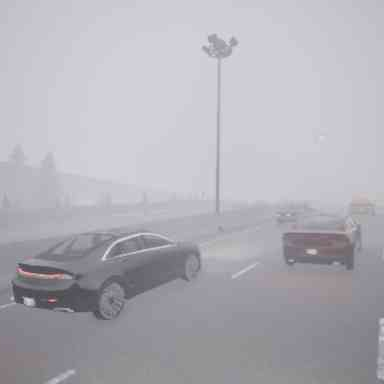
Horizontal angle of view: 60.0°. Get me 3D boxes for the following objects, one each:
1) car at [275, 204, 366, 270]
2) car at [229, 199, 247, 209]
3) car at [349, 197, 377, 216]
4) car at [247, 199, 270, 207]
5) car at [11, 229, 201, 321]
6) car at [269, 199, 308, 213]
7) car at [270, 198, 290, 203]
[{"bbox_3d":[4.411,1.396,10.950,1.882,1.535,5.008,-2,0,30],"label":"car"},{"bbox_3d":[7.173,1.814,50.554,1.812,1.442,4.674,-2,-2,30],"label":"car"},{"bbox_3d":[14.263,1.163,27.827,1.882,1.535,5.008,-2,0,30],"label":"car"},{"bbox_3d":[10.194,1.731,48.788,1.994,1.385,4.181,-2,-2,30],"label":"car"},{"bbox_3d":[-1.533,1.602,7.706,2.128,1.511,4.902,-2,0,30],"label":"car"},{"bbox_3d":[7.203,1.450,22.666,2.033,1.411,5.357,-2,0,30],"label":"car"},{"bbox_3d":[13.213,1.603,47.023,2.033,1.411,5.357,-2,-2,30],"label":"car"}]
